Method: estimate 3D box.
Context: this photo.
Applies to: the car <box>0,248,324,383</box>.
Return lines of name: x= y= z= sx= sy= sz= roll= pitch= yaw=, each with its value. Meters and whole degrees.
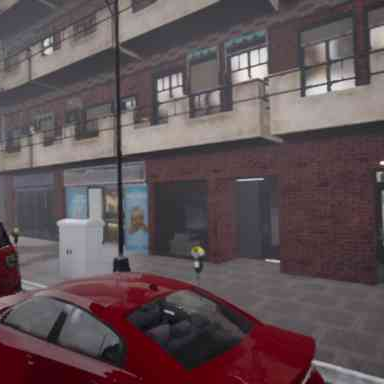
car: x=-0.984 y=1.572 z=3.596 sx=4.507 sy=1.381 sz=1.887 roll=-1 pitch=-1 yaw=36

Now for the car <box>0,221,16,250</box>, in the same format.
car: x=-5.493 y=1.397 z=6.820 sx=5.009 sy=1.841 sz=2.192 roll=-1 pitch=-1 yaw=36
